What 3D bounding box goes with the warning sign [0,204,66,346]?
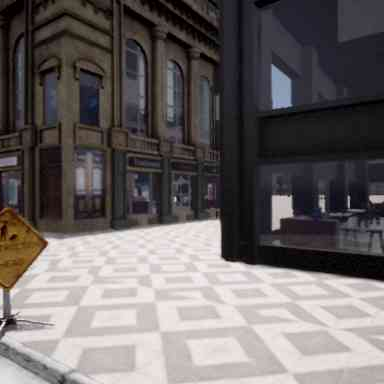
[{"bbox_3d":[-2.816,1.140,5.078,1.060,1.860,1.300,0,0,35],"label":"warning sign"}]
